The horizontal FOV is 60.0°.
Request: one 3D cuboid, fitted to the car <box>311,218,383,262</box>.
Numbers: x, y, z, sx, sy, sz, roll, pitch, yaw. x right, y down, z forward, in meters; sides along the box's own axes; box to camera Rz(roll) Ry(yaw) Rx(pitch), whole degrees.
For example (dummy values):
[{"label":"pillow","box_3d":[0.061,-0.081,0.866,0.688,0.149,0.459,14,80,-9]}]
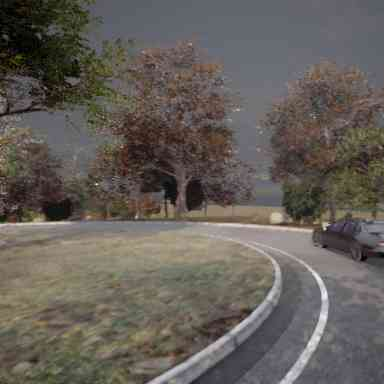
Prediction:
[{"label":"car","box_3d":[6.480,1.713,12.799,2.033,1.411,5.357,-1,-1,-3]}]
